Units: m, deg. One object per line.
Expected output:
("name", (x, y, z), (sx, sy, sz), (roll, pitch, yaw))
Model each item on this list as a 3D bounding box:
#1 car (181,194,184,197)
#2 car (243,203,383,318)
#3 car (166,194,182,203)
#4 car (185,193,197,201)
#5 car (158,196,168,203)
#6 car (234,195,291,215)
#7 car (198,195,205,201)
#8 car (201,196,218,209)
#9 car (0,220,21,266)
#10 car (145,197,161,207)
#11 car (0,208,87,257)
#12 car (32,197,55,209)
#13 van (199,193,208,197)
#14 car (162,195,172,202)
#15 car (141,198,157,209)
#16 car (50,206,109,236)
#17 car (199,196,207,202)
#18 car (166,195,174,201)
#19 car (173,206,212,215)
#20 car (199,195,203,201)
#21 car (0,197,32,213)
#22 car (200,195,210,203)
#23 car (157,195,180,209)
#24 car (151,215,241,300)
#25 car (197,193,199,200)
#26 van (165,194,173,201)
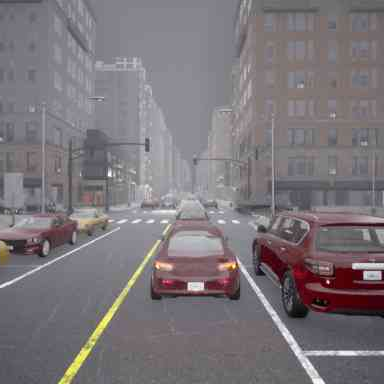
("car", (-3.105, 1.566, 65.774), (2.033, 1.411, 5.357), (0, 0, 1))
("car", (2.670, 1.317, 7.315), (2.192, 1.841, 5.009), (1, 0, 0))
("car", (-3.151, 1.561, 55.346), (2.033, 1.411, 5.357), (0, 0, 0))
("car", (-0.095, 1.570, 85.314), (2.033, 1.411, 5.357), (0, 0, 0))
("car", (-5.927, 1.601, 68.274), (1.802, 1.307, 4.206), (1, 0, 0))
("car", (6.999, 1.316, 32.832), (5.566, 2.045, 2.150), (1, -1, 0))
("car", (2.573, 1.599, 90.970), (1.947, 1.339, 4.313), (1, 0, 0))
("car", (2.625, 1.593, 45.583), (1.802, 1.307, 4.206), (1, 0, 0))
("car", (-5.857, 1.527, 7.144), (1.752, 1.417, 4.829), (1, 0, 0))
("car", (-5.907, 1.557, 51.256), (1.887, 1.381, 4.507), (1, 0, 0))
("car", (-5.864, 1.547, 12.938), (1.887, 1.381, 4.507), (1, 0, 0))
("car", (-16.010, 1.242, 32.936), (4.553, 1.767, 2.097), (1, -1, 0))
("van", (2.608, 1.358, 62.604), (1.690, 1.788, 3.998), (1, 0, 0))
("car", (-5.938, 1.466, 79.620), (1.967, 1.590, 4.097), (1, 0, 0))
("car", (-5.901, 1.555, 45.583), (1.887, 1.381, 4.507), (1, 0, 0))
("car", (-5.870, 1.529, 18.393), (1.752, 1.417, 4.829), (1, 0, 0))
("car", (2.586, 1.608, 79.623), (1.802, 1.307, 4.206), (1, 0, 0))
("car", (-5.952, 1.615, 90.965), (1.802, 1.307, 4.206), (1, 0, 0))
("car", (0.043, 1.605, 17.446), (1.895, 1.301, 4.718), (0, 0, 0))
("car", (2.612, 1.597, 56.930), (1.802, 1.307, 4.206), (1, 0, 0))
("car", (-17.294, 1.198, 29.740), (4.553, 1.767, 2.097), (1, -1, 0))
("car", (2.618, 1.594, 51.257), (1.802, 1.307, 4.206), (1, 0, 0))
("car", (-3.135, 1.502, 45.495), (2.128, 1.511, 4.902), (0, 0, 1))
("car", (0.076, 1.528, 8.268), (1.812, 1.442, 4.674), (0, 0, 0))
("car", (2.602, 1.335, 68.277), (2.192, 1.841, 5.009), (1, 0, 0))
("van", (-5.944, 1.371, 85.293), (1.690, 1.788, 3.998), (1, 0, 0))
